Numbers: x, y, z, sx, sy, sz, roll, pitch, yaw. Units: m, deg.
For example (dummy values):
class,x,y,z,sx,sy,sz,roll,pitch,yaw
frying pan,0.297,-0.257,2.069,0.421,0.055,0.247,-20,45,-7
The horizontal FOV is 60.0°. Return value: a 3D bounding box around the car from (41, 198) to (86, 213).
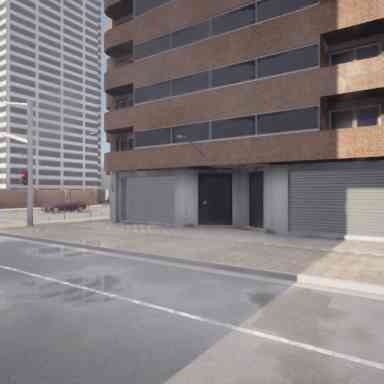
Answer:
class,x,y,z,sx,sy,sz,roll,pitch,yaw
car,-14.164,1.477,36.945,1.882,1.535,5.008,0,0,35
